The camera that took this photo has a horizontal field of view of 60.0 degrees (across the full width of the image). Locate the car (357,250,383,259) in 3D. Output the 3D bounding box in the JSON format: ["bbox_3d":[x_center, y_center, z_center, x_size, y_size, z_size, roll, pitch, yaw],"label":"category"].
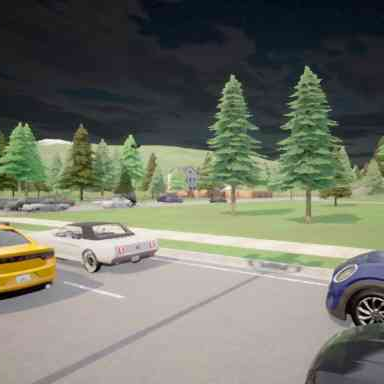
[{"bbox_3d":[4.520,1.352,5.052,4.553,1.767,2.097,0,0,36],"label":"car"}]

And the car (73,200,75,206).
[{"bbox_3d":[-19.697,1.554,49.906,1.994,1.385,4.181,0,0,36],"label":"car"}]

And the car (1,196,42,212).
[{"bbox_3d":[-19.152,1.345,38.785,2.097,1.767,4.553,0,0,36],"label":"car"}]

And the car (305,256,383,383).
[{"bbox_3d":[3.122,1.505,1.747,4.892,1.490,1.837,0,0,35],"label":"car"}]

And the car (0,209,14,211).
[{"bbox_3d":[-10.813,1.597,15.988,4.718,1.301,1.895,0,0,35],"label":"car"}]

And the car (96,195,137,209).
[{"bbox_3d":[-10.187,1.518,45.118,1.812,1.442,4.674,0,0,36],"label":"car"}]

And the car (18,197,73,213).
[{"bbox_3d":[-16.175,1.594,36.924,1.895,1.301,4.718,0,0,36],"label":"car"}]

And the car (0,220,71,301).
[{"bbox_3d":[-5.193,1.476,7.687,5.008,1.535,1.882,0,0,35],"label":"car"}]

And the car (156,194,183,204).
[{"bbox_3d":[-4.051,1.539,65.285,2.033,1.411,5.357,0,0,37],"label":"car"}]

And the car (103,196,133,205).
[{"bbox_3d":[-13.064,1.483,58.964,2.128,1.511,4.902,0,0,36],"label":"car"}]

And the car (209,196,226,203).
[{"bbox_3d":[5.083,1.557,65.889,1.994,1.385,4.181,0,0,37],"label":"car"}]

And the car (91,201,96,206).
[{"bbox_3d":[-13.522,1.592,52.424,1.895,1.301,4.718,0,0,36],"label":"car"}]

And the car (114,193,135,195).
[{"bbox_3d":[-10.783,1.210,50.241,2.150,2.045,5.566,0,0,36],"label":"car"}]

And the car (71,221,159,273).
[{"bbox_3d":[-3.410,1.599,10.716,4.718,1.301,1.895,0,0,35],"label":"car"}]
